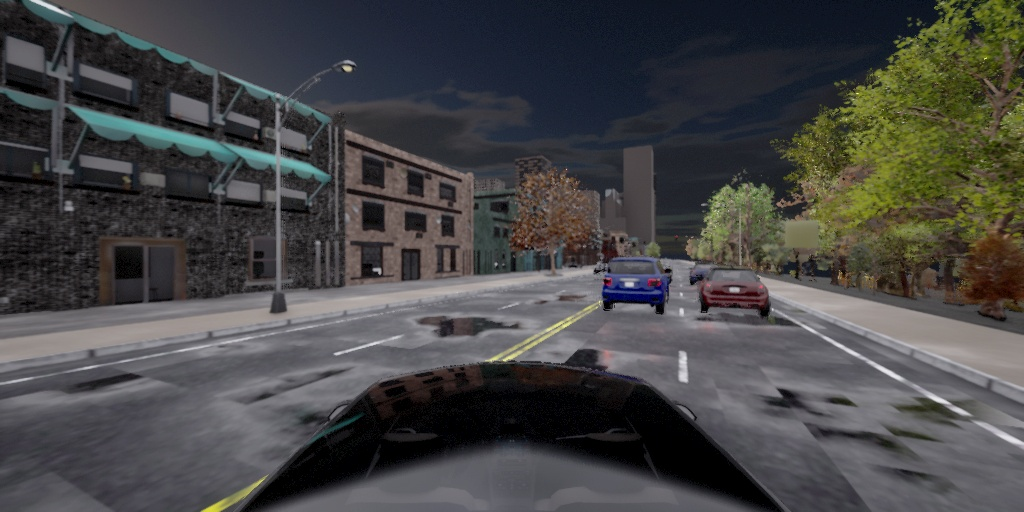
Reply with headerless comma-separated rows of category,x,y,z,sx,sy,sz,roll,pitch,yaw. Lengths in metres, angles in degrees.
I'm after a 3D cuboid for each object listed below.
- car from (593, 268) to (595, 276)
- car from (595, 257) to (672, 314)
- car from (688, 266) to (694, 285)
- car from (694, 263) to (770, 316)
car,11.019,1.659,43.106,1.895,1.301,4.718,0,0,24
car,5.171,1.070,14.687,2.150,2.045,5.566,0,0,26
car,14.915,1.300,27.818,2.097,1.767,4.553,0,-1,25
car,8.555,1.198,14.227,2.097,1.767,4.553,0,-1,26
